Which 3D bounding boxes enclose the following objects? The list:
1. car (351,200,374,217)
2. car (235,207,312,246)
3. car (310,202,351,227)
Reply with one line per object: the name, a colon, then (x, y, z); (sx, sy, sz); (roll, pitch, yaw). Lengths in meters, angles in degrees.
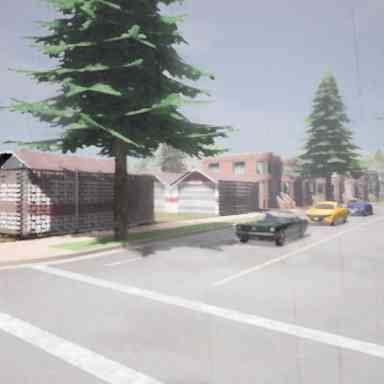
car: (15.674, 1.484, 31.298); (1.812, 1.442, 4.674); (0, 0, 39)
car: (3.770, 1.559, 15.271); (1.895, 1.301, 4.718); (0, 0, 35)
car: (9.321, 1.436, 23.032); (1.882, 1.535, 5.008); (0, 0, 36)
